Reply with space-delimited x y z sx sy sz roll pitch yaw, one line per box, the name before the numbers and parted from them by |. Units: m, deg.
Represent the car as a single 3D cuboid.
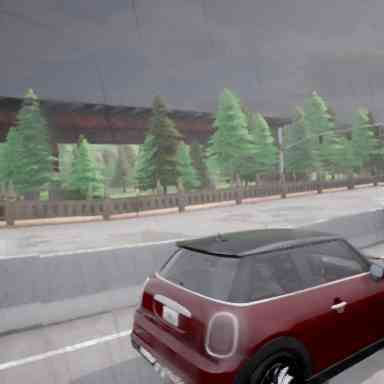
car | 1.500 1.319 4.827 4.553 1.767 2.097 -1 1 -35
